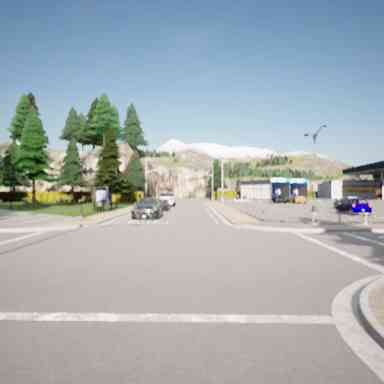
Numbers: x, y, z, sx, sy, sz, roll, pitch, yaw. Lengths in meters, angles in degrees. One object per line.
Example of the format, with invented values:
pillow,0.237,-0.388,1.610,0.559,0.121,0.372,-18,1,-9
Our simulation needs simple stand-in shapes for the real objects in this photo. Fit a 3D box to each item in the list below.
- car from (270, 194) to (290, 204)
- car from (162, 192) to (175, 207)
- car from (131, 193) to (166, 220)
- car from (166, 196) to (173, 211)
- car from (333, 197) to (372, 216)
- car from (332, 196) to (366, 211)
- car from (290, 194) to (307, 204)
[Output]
car,14.239,1.114,55.012,2.007,1.523,4.514,0,0,0
car,-3.553,1.026,47.770,2.150,2.045,5.566,0,0,0
car,-3.577,1.241,27.023,2.097,1.767,4.553,0,0,0
car,-3.568,1.412,37.064,1.994,1.385,4.181,0,0,0
car,13.975,1.255,28.980,1.845,1.501,3.633,0,0,0
car,17.033,1.235,36.368,1.970,1.475,3.806,0,0,0
car,17.376,1.105,55.031,2.152,1.636,5.027,0,0,0
